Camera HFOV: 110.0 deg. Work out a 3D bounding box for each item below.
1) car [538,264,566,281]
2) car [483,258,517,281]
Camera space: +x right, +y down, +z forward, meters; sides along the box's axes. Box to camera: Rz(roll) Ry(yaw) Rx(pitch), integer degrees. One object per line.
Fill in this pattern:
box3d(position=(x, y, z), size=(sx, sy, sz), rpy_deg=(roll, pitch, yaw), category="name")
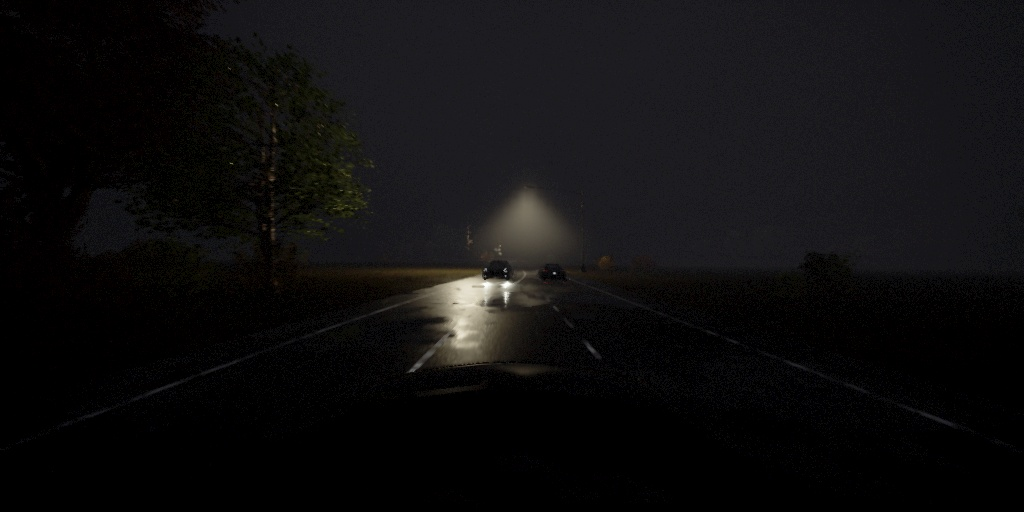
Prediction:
box3d(position=(3.338, 1.331, 30.284), size=(1.994, 1.385, 4.181), rpy_deg=(0, 0, 0), category="car")
box3d(position=(-1.091, 1.111, 29.964), size=(2.097, 1.767, 4.553), rpy_deg=(0, 0, 6), category="car")
